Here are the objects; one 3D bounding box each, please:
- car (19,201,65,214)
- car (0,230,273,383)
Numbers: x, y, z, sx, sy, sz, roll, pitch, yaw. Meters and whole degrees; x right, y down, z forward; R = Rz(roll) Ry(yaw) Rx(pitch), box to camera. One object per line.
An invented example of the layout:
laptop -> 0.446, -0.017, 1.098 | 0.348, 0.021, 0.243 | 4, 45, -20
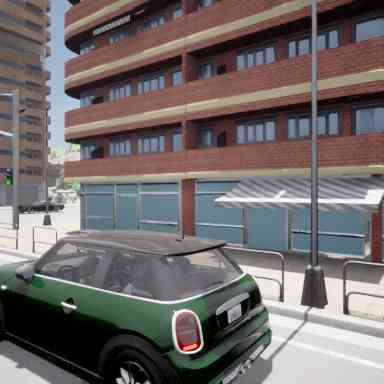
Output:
car -> -16.269, 1.601, 35.696 | 1.895, 1.301, 4.718 | 0, 0, 36
car -> -1.261, 1.352, 4.892 | 4.553, 1.767, 2.097 | 0, 0, 36
